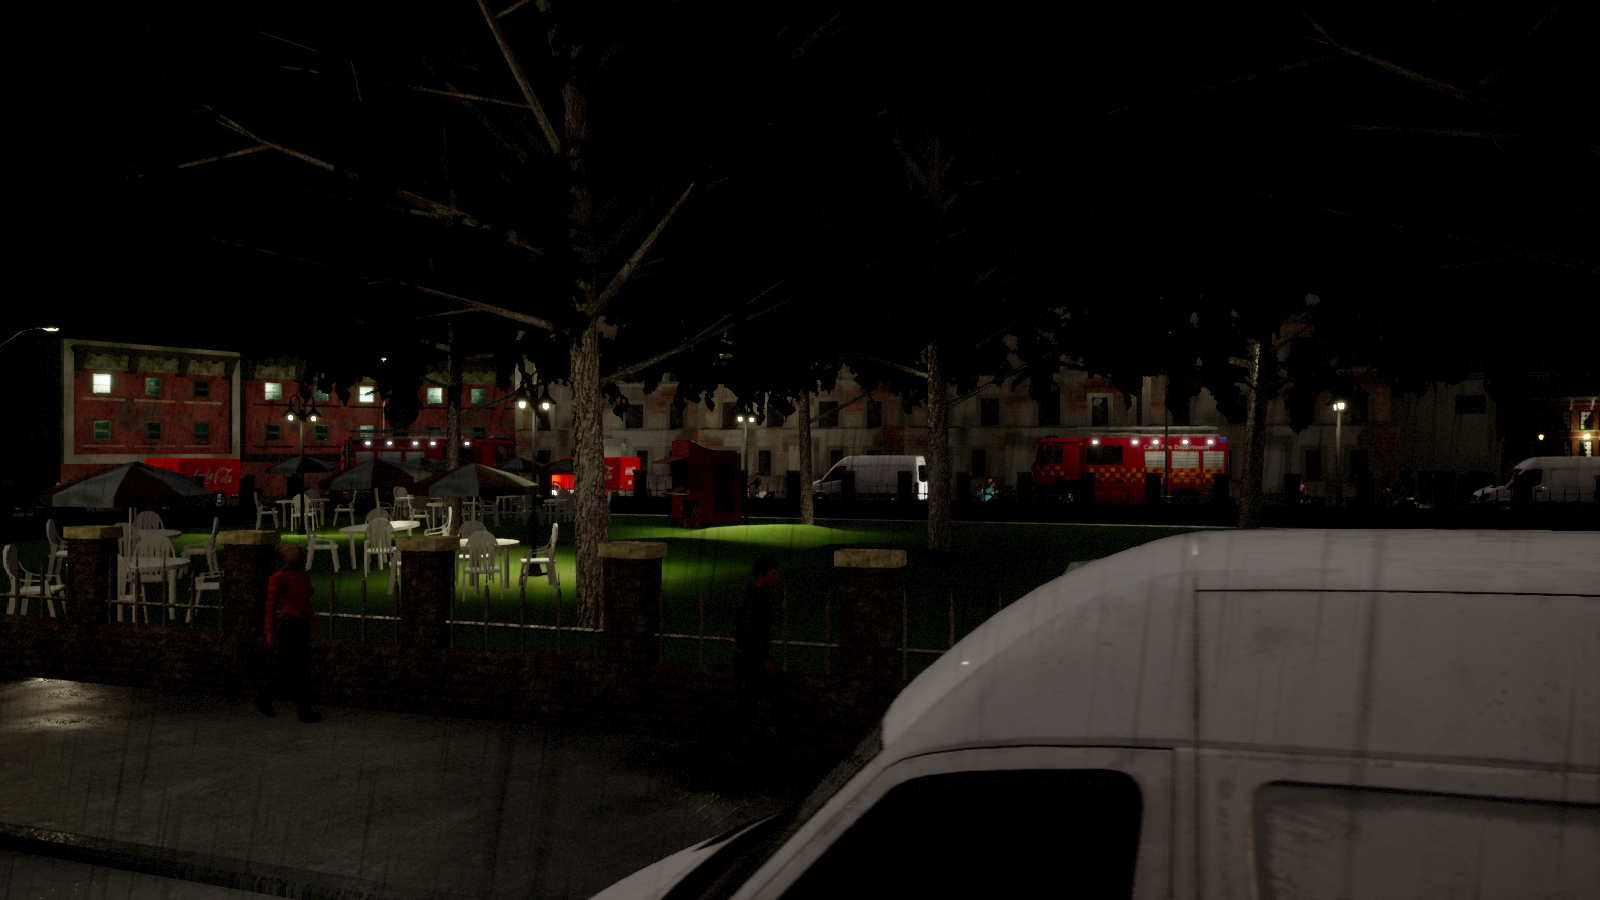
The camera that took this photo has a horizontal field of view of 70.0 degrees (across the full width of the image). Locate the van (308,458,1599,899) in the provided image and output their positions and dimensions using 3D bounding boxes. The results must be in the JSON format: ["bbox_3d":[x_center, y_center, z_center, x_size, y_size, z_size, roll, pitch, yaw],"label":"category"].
[{"bbox_3d":[1.700,1.314,3.223,5.915,2.561,1.988,0,0,20],"label":"van"}]

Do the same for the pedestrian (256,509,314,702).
[{"bbox_3d":[-5.140,1.529,11.410,0.375,1.860,0.375,0,0,20],"label":"pedestrian"}]

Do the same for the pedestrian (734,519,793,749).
[{"bbox_3d":[-0.305,1.527,9.638,0.375,1.860,0.375,0,0,20],"label":"pedestrian"}]
